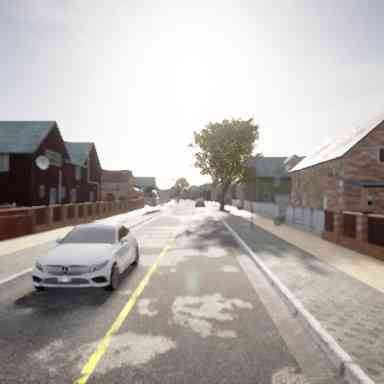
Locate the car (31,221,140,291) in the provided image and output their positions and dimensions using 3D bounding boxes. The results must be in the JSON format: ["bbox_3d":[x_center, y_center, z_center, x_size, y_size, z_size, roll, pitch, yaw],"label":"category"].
[{"bbox_3d":[-2.662,1.596,9.383,1.812,1.442,4.674,0,0,1],"label":"car"}]

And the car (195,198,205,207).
[{"bbox_3d":[1.555,2.263,64.715,1.895,1.301,4.718,0,-1,1],"label":"car"}]

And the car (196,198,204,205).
[{"bbox_3d":[1.812,2.150,74.979,1.882,1.535,5.008,0,-1,1],"label":"car"}]
